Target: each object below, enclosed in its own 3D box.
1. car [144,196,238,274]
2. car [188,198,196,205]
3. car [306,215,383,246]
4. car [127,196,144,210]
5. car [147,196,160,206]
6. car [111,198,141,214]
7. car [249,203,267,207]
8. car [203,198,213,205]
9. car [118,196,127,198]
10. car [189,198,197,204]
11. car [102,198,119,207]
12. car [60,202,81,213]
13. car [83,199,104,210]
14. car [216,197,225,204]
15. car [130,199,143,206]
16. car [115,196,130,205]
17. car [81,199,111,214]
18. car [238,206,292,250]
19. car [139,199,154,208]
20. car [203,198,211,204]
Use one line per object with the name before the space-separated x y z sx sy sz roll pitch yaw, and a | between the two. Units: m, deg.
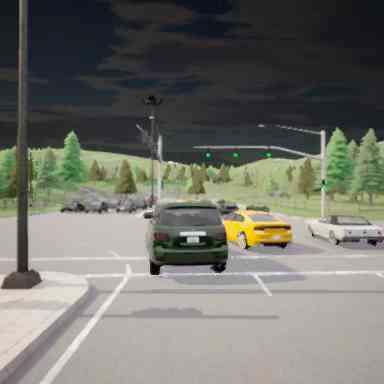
car | -0.389 1.314 11.104 2.150 2.045 5.566 0 0 -9
car | 0.044 2.073 74.556 1.882 1.535 5.008 0 0 1
car | 7.101 1.729 15.975 1.895 1.301 4.718 0 0 0
car | -7.996 1.753 50.219 2.097 1.767 4.553 0 0 0
car | -7.992 1.778 69.220 2.150 2.045 5.566 0 0 0
car | -8.061 1.821 41.137 2.128 1.511 4.902 0 0 0
car | 7.103 1.891 36.359 1.895 1.301 4.718 0 0 0
car | 3.548 2.123 74.889 2.128 1.511 4.902 0 0 1
car | -11.495 1.822 58.752 2.097 1.767 4.553 0 0 0
car | 0.260 2.230 84.885 1.994 1.385 4.181 0 0 2
car | -14.995 1.967 61.285 1.882 1.535 5.008 0 0 0
car | -15.049 1.902 42.224 1.994 1.385 4.181 0 0 0
car | -14.996 1.912 50.897 1.837 1.490 4.892 0 0 0
car | 7.264 2.156 84.948 1.882 1.535 5.008 0 0 2
car | -11.493 2.102 68.761 1.994 1.385 4.181 0 0 0
car | -14.981 1.798 71.828 2.150 2.045 5.566 0 0 0
car | -11.606 1.852 40.794 1.812 1.442 4.674 0 0 1
car | 2.499 1.599 15.084 1.882 1.535 5.008 1 -1 -17
car | -7.995 2.033 58.725 1.994 1.385 4.181 0 0 0
car | 3.762 2.273 84.930 1.895 1.301 4.718 0 0 2
